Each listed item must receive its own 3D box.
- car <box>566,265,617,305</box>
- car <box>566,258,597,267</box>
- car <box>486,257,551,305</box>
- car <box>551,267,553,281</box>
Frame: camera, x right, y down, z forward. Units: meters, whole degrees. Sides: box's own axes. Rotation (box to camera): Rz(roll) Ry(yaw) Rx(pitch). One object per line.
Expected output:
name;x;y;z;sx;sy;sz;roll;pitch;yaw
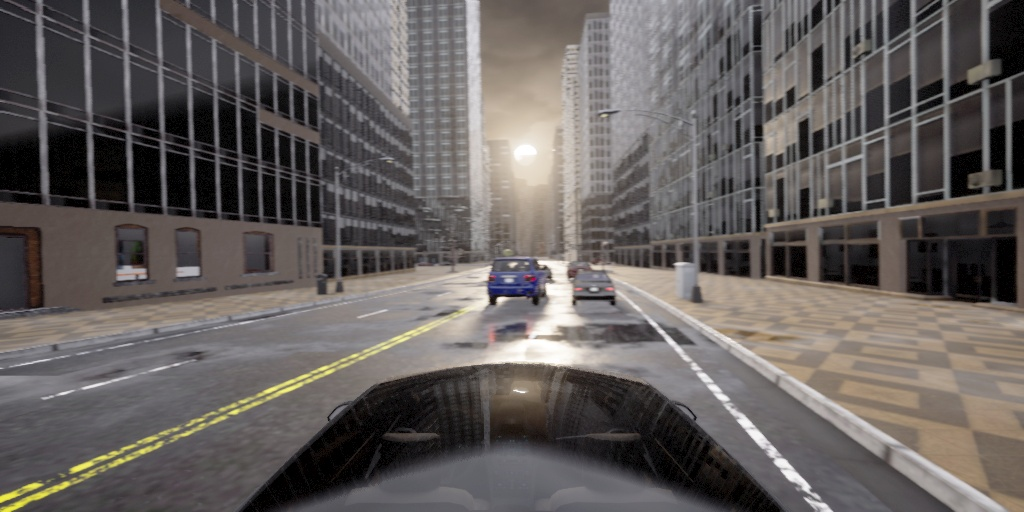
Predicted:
car;3.563;1.327;16.063;2.033;1.411;5.357;-1;0;10
car;5.826;1.176;31.295;2.097;1.767;4.553;-1;-1;7
car;0.370;1.055;16.701;2.150;2.045;5.566;-1;0;10
car;2.629;1.453;31.938;1.994;1.385;4.181;-1;0;7
